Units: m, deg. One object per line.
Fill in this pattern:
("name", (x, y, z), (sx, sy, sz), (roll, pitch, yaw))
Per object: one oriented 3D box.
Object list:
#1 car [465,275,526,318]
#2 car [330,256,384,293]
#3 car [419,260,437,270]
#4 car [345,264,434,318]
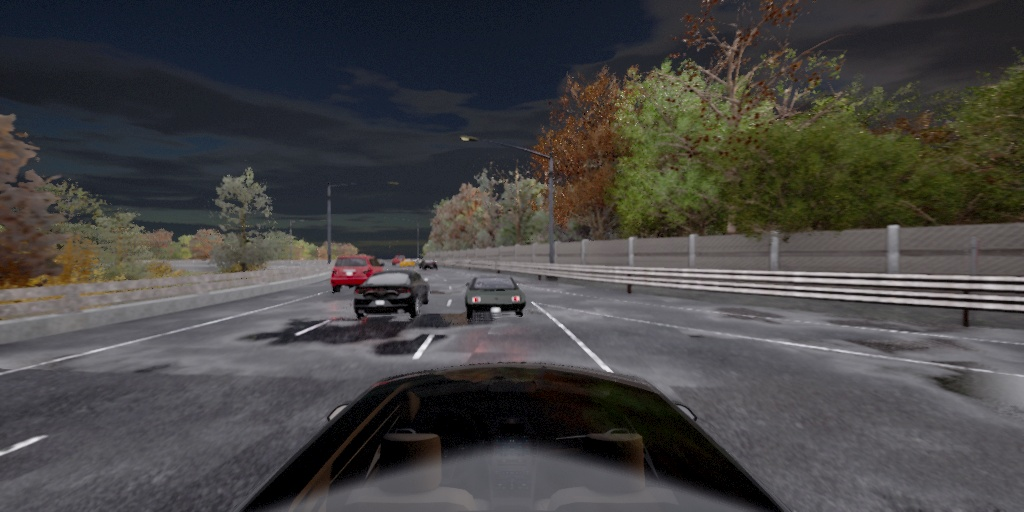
("car", (-0.735, 1.347, 13.111), (1.895, 1.301, 4.718), (0, 0, -6))
("car", (-8.991, 1.006, 21.328), (2.150, 2.045, 5.566), (0, 0, -11))
("car", (-12.177, 1.260, 51.734), (1.882, 1.535, 5.008), (0, 0, -26))
("car", (-4.212, 1.242, 13.215), (1.882, 1.535, 5.008), (0, 0, -6))
